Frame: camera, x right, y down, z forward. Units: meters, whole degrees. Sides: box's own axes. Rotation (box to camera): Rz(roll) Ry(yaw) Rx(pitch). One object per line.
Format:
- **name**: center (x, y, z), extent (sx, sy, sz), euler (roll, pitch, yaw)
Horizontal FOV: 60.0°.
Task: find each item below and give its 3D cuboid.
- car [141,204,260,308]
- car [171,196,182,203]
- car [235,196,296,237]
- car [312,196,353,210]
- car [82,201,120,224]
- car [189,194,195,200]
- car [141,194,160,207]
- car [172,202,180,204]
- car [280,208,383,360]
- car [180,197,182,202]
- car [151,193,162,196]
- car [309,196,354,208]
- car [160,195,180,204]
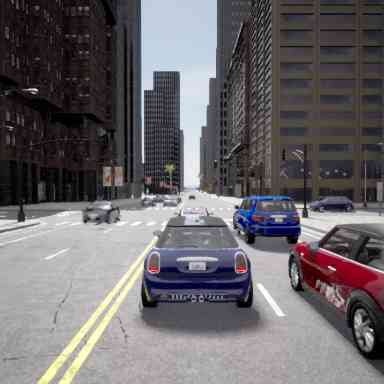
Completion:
- **car**: center (0.095, 1.348, 8.084), extent (2.097, 1.767, 4.553), euler (0, 0, 0)
- **car**: center (-3.251, 1.510, 70.761), extent (1.994, 1.385, 4.181), euler (0, 0, 0)
- **car**: center (3.352, 1.211, 15.835), extent (2.150, 2.045, 5.566), euler (0, 0, -2)
- **car**: center (16.678, 1.323, 39.578), extent (4.097, 1.590, 1.967), euler (0, 1, 0)
- **car**: center (-6.600, 1.473, 24.608), extent (2.128, 1.511, 4.902), euler (0, 0, 0)
- **car**: center (-0.001, 1.456, 92.237), extent (1.837, 1.490, 4.892), euler (0, 0, 0)
- **car**: center (-6.595, 1.456, 50.883), extent (2.128, 1.511, 4.902), euler (0, 0, 0)
- **car**: center (0.093, 1.480, 17.021), extent (2.128, 1.511, 4.902), euler (0, 0, 0)
- **car**: center (3.345, 1.349, 6.125), extent (2.097, 1.767, 4.553), euler (0, 0, 0)
- **car**: center (-3.319, 1.525, 60.912), extent (1.994, 1.385, 4.181), euler (0, 0, 1)
- **car**: center (-6.519, 1.310, 67.429), extent (2.097, 1.767, 4.553), euler (0, 0, 0)
- **car**: center (15.352, 1.277, 36.877), extent (4.553, 1.767, 2.097), euler (0, 1, -1)
- **car**: center (-3.346, 1.565, 51.532), extent (1.895, 1.301, 4.718), euler (0, 0, 3)
